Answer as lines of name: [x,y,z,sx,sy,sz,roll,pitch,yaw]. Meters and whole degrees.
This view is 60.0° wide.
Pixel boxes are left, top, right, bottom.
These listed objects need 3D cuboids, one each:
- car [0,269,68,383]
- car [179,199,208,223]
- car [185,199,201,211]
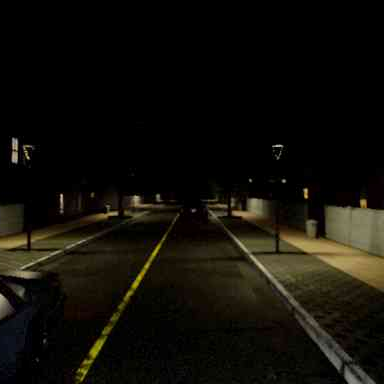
car: [-2.843,1.548,2.891,2.033,1.411,5.357,0,0,0]
car: [0.110,1.360,25.477,2.097,1.767,4.553,0,0,0]
car: [0.119,1.584,42.984,1.994,1.385,4.181,0,0,0]
